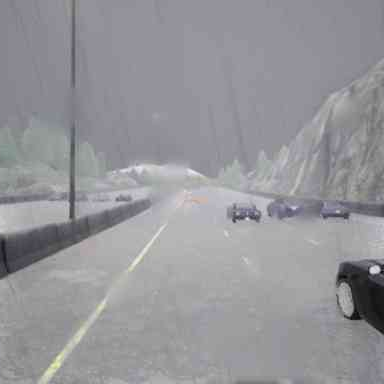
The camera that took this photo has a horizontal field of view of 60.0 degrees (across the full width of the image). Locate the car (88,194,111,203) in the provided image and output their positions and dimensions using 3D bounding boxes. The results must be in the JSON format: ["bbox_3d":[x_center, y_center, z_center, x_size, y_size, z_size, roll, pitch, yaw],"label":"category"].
[{"bbox_3d":[-14.079,0.942,51.597,1.895,1.301,4.718,0,1,0],"label":"car"}]

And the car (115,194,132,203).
[{"bbox_3d":[-10.578,0.942,51.598,1.895,1.301,4.718,0,1,0],"label":"car"}]

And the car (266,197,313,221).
[{"bbox_3d":[7.094,1.151,25.217,2.097,1.767,4.553,0,1,0],"label":"car"}]

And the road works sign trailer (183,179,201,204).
[{"bbox_3d":[-0.021,-0.101,47.198,2.380,3.560,2.880,0,1,0],"label":"road works sign trailer"}]

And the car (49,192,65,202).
[{"bbox_3d":[-21.060,0.815,52.874,1.837,1.490,4.892,0,2,1],"label":"car"}]

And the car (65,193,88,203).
[{"bbox_3d":[-17.577,0.903,51.649,1.994,1.385,4.181,0,1,0],"label":"car"}]

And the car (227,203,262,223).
[{"bbox_3d":[3.595,1.417,23.833,1.895,1.301,4.718,0,1,0],"label":"car"}]

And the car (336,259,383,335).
[{"bbox_3d":[3.599,1.461,4.193,1.882,1.535,5.008,0,0,0],"label":"car"}]

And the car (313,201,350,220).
[{"bbox_3d":[10.595,1.352,26.145,1.994,1.385,4.181,0,1,0],"label":"car"}]
